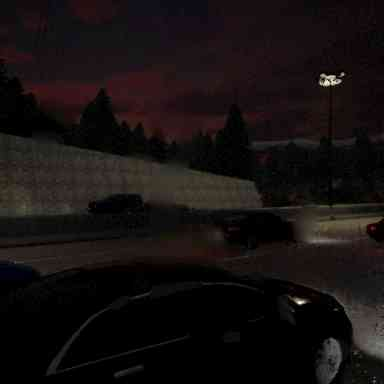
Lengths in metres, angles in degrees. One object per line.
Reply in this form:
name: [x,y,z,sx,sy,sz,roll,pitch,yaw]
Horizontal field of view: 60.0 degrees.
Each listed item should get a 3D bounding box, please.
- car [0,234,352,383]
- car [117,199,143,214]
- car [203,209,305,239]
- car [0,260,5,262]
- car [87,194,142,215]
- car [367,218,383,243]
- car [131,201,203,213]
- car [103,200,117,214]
car: [-0.190,1.509,3.610,4.892,1.490,1.837,0,0,-35]
car: [-3.308,1.544,27.304,4.892,1.490,1.837,1,0,-35]
car: [2.891,1.548,14.405,4.674,1.442,1.812,0,0,-36]
car: [-4.808,1.475,4.615,5.008,1.535,1.882,0,0,-35]
car: [-7.439,1.239,32.957,5.566,2.045,2.150,0,0,-35]
car: [10.073,1.636,15.228,4.718,1.301,1.895,0,0,-35]
car: [-1.394,1.574,24.371,5.357,1.411,2.033,0,0,-35]
car: [-5.246,1.628,30.220,4.718,1.301,1.895,0,0,-35]
